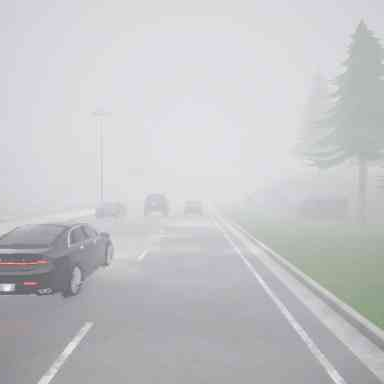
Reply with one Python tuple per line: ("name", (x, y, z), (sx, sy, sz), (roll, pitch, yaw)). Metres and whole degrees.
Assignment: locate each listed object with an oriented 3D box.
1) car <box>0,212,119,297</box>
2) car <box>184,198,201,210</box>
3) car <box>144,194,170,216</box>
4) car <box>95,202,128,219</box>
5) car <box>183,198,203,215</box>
("car", (-3.401, 1.505, 8.550), (1.837, 1.490, 4.892), (0, 0, 0))
("car", (0.123, 1.547, 43.566), (2.033, 1.411, 5.357), (0, 0, 1))
("car", (-3.396, 1.217, 32.801), (2.150, 2.045, 5.566), (0, -1, 0))
("car", (-6.899, 1.547, 28.816), (2.033, 1.411, 5.357), (0, 0, 0))
("car", (0.095, 1.547, 33.408), (2.033, 1.411, 5.357), (0, 0, 0))
